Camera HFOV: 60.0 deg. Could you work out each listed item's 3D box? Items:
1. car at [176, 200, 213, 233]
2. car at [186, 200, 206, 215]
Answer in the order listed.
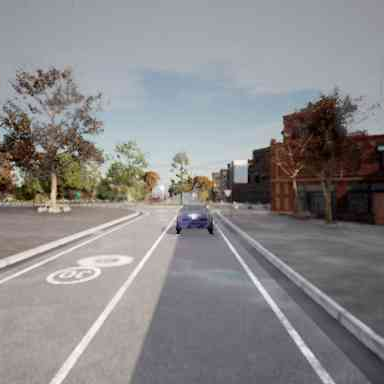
[{"bbox_3d":[0.152,1.439,20.345,2.097,1.767,4.553,0,0,0],"label":"car"},{"bbox_3d":[0.521,1.660,36.625,1.837,1.490,4.892,0,0,5],"label":"car"}]
